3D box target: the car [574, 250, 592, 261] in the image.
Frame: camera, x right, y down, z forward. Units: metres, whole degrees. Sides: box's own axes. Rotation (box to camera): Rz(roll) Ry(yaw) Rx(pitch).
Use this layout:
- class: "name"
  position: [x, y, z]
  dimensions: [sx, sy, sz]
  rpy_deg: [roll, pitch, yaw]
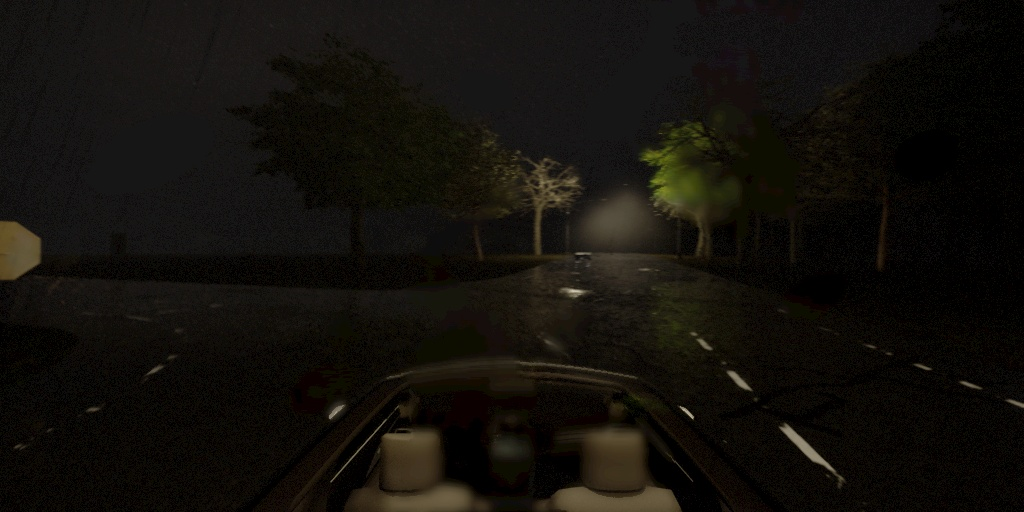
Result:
- class: "car"
  position: [8.992, -0.135, 45.241]
  dimensions: [1.895, 1.301, 4.718]
  rpy_deg: [1, 2, 15]
